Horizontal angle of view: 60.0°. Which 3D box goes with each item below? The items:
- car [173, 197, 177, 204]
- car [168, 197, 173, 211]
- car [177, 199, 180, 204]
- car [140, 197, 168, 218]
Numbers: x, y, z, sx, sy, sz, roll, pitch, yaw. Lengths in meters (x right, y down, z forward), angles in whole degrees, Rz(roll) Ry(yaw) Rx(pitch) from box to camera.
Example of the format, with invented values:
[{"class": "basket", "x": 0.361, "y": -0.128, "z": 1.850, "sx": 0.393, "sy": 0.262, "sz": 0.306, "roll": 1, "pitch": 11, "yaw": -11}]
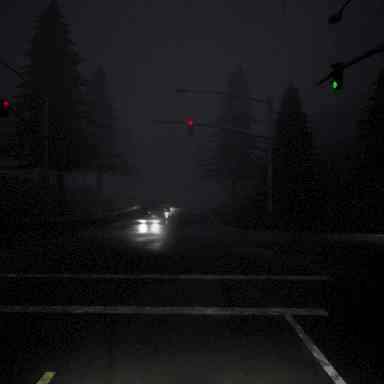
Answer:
[{"class": "car", "x": -3.937, "y": 1.491, "z": 50.429, "sx": 2.128, "sy": 1.511, "sz": 4.902, "roll": 0, "pitch": 0, "yaw": -7}, {"class": "car", "x": -3.648, "y": 1.478, "z": 40.278, "sx": 1.882, "sy": 1.535, "sz": 5.008, "roll": 0, "pitch": 0, "yaw": 0}, {"class": "car", "x": -4.099, "y": 1.564, "z": 61.619, "sx": 1.994, "sy": 1.385, "sz": 4.181, "roll": 0, "pitch": 0, "yaw": -39}, {"class": "car", "x": -3.653, "y": 1.491, "z": 30.775, "sx": 2.128, "sy": 1.511, "sz": 4.902, "roll": 0, "pitch": 0, "yaw": 0}]
